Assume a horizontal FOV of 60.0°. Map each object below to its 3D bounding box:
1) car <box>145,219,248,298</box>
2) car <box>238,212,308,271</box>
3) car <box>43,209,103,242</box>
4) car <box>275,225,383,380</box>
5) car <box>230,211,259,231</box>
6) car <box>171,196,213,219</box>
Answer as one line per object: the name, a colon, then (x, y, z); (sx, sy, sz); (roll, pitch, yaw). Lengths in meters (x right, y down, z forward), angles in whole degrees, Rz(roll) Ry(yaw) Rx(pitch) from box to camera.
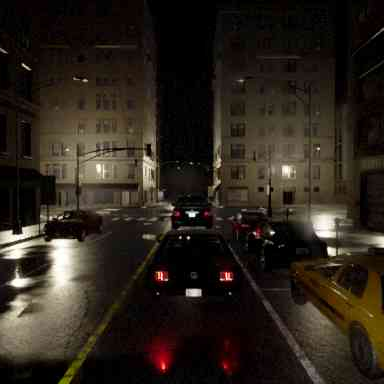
car: (0.047, 1.598, 8.456); (1.895, 1.301, 4.718); (0, 0, 0)
car: (2.868, 1.562, 10.701); (1.947, 1.339, 4.313); (-1, 0, 0)
car: (-5.674, 1.538, 16.290); (1.887, 1.381, 4.507); (-1, 0, 0)
car: (2.864, 1.523, 5.285); (1.752, 1.417, 4.829); (-1, 0, 0)
car: (2.872, 1.575, 16.287); (1.802, 1.307, 4.206); (-1, 0, 0)
car: (0.008, 1.215, 18.883); (2.150, 2.045, 5.566); (0, 0, 0)
